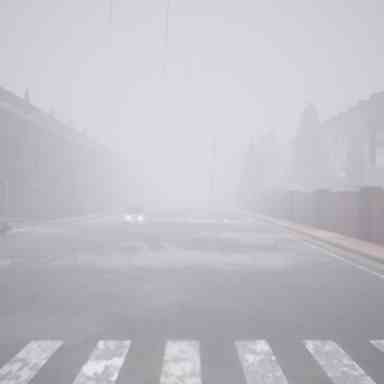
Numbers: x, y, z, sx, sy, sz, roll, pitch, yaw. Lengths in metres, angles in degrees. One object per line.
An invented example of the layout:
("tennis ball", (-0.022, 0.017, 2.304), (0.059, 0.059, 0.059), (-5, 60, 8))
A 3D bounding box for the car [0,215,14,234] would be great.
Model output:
("car", (-12.249, 1.781, 18.445), (4.181, 1.385, 1.994), (0, 0, -12))

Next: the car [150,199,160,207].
("car", (-7.623, 2.281, 68.653), (1.812, 1.442, 4.674), (0, -1, -1))

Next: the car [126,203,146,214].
("car", (-7.129, 2.072, 42.493), (1.895, 1.301, 4.718), (0, -1, -1))
